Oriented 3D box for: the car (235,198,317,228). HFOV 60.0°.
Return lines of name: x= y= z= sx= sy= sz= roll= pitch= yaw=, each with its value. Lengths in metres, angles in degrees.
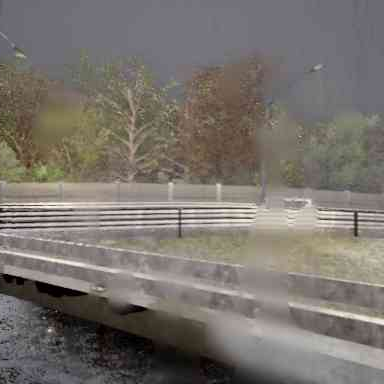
car: x=5.752 y=1.435 z=22.795 sx=5.566 sy=2.045 sz=2.150 roll=1 pitch=0 yaw=-14
